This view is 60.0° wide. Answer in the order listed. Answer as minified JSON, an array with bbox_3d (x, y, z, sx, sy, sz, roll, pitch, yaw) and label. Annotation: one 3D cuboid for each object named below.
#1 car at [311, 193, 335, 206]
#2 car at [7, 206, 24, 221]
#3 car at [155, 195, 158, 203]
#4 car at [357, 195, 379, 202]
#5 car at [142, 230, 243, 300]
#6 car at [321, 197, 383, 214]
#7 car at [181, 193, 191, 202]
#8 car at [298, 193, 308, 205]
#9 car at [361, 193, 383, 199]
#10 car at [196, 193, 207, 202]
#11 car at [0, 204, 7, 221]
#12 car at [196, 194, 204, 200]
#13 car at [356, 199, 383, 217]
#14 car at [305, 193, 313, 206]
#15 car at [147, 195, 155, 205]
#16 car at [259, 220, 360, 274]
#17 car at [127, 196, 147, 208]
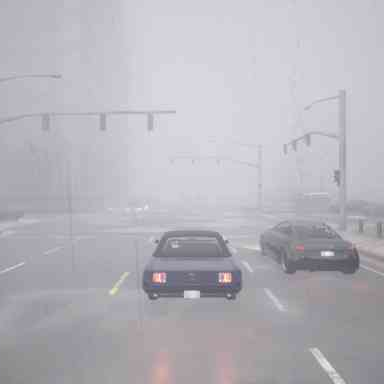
[{"bbox_3d":[24.187,1.451,60.050,3.806,1.475,1.970,0,0,0],"label":"car"},{"bbox_3d":[-15.964,1.619,26.988,4.181,1.385,1.994,0,0,-1],"label":"car"},{"bbox_3d":[-8.234,1.352,68.900,2.097,1.767,4.553,0,0,-1],"label":"car"},{"bbox_3d":[39.163,1.419,74.182,3.905,1.438,1.784,0,0,0],"label":"car"},{"bbox_3d":[-0.004,1.601,8.350,1.895,1.301,4.718,0,0,0],"label":"car"},{"bbox_3d":[16.544,1.547,34.537,4.902,1.511,2.128,0,0,-1],"label":"car"},{"bbox_3d":[-1.339,1.215,76.366,2.150,2.045,5.566,0,0,-1],"label":"car"},{"bbox_3d":[24.097,1.209,65.628,4.605,1.855,1.932,0,0,0],"label":"car"},{"bbox_3d":[39.119,1.208,71.285,4.605,1.855,1.932,0,0,0],"label":"car"},{"bbox_3d":[2.161,1.215,76.415,2.150,2.045,5.566,0,0,-1],"label":"car"},{"bbox_3d":[-16.176,1.560,23.486,4.892,1.490,1.837,0,0,-1],"label":"car"},{"bbox_3d":[2.014,1.386,86.806,1.812,1.442,4.674,0,0,-1],"label":"car"},{"bbox_3d":[18.098,1.619,31.053,4.181,1.385,1.994,0,0,-1],"label":"car"},{"bbox_3d":[24.167,1.419,62.945,3.905,1.438,1.784,0,0,0],"label":"car"},{"bbox_3d":[-8.160,1.491,57.903,2.128,1.511,4.902,0,0,-1],"label":"car"},{"bbox_3d":[3.470,1.564,10.579,1.994,1.385,4.181,0,0,-1],"label":"car"},{"bbox_3d":[-8.025,1.505,47.685,1.837,1.490,4.892,0,0,-1],"label":"car"}]
